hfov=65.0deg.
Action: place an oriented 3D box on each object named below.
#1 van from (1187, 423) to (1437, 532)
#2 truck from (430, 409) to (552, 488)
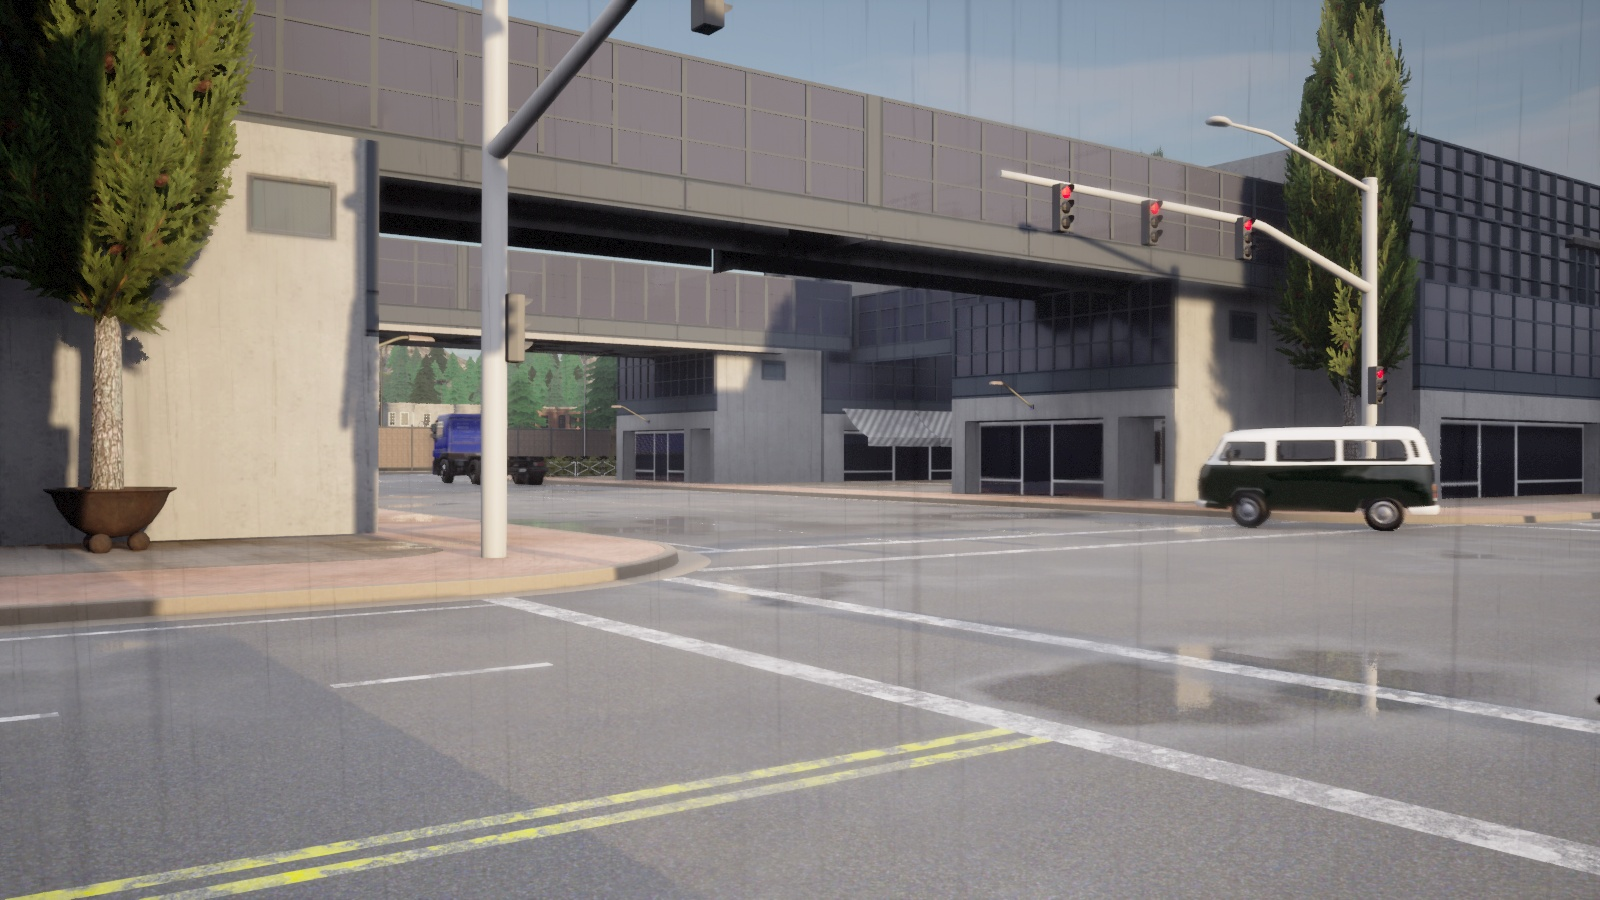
[{"bbox_3d":[10.303,0.507,25.350,4.480,2.038,2.069,0,1,25],"label":"van"},{"bbox_3d":[-14.712,-0.061,59.304,2.891,3.462,7.936,0,0,-36],"label":"truck"}]
